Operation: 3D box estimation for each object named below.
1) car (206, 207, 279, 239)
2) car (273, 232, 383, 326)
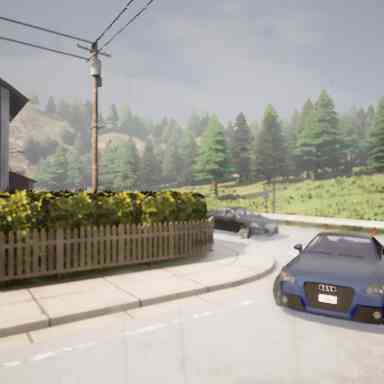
[{"bbox_3d":[2.469,1.558,17.868,2.128,1.511,4.902,0,0,-33],"label":"car"},{"bbox_3d":[3.281,1.600,7.214,1.994,1.385,4.181,0,0,31],"label":"car"}]
